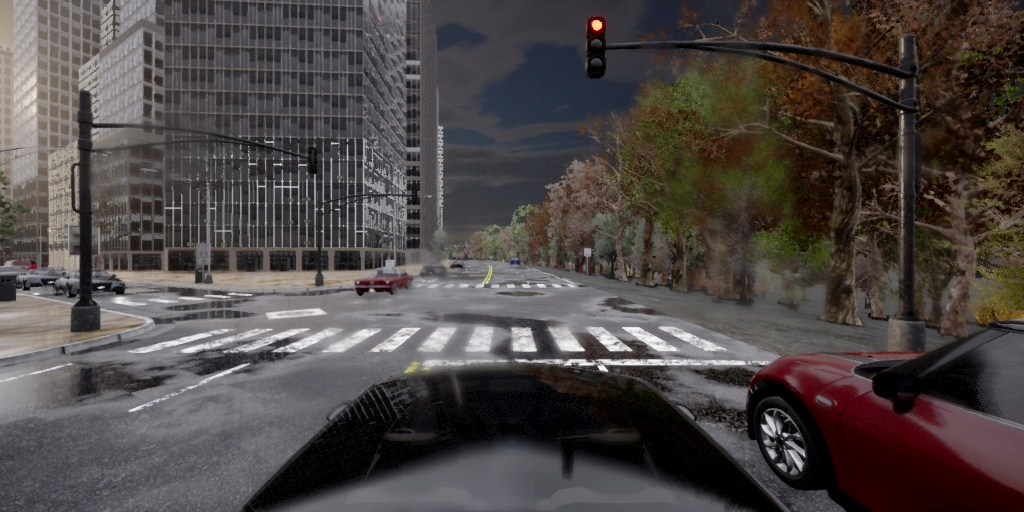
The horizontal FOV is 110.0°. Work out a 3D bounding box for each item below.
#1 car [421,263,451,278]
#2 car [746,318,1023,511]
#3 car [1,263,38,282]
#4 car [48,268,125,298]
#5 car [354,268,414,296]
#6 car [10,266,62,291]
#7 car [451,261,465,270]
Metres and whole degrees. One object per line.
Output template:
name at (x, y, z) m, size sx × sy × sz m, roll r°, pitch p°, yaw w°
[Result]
car at (-7.227, 1.324, 33.665) m, size 1.994 × 1.385 × 4.181 m, roll 0°, pitch 0°, yaw -2°
car at (3.320, 1.070, 1.725) m, size 2.097 × 1.767 × 4.553 m, roll -1°, pitch -1°, yaw 2°
car at (-41.285, 1.586, 29.549) m, size 4.892 × 1.490 × 1.837 m, roll 0°, pitch 0°, yaw 28°
car at (-23.394, 1.491, 19.835) m, size 4.181 × 1.385 × 1.994 m, roll 0°, pitch 0°, yaw 29°
car at (-6.827, 1.360, 19.568) m, size 1.895 × 1.301 × 4.718 m, roll -1°, pitch 0°, yaw -1°
car at (-32.131, 1.565, 24.576) m, size 4.181 × 1.385 × 1.994 m, roll 0°, pitch 0°, yaw 29°
car at (-8.158, 1.374, 53.904) m, size 1.895 × 1.301 × 4.718 m, roll 0°, pitch 0°, yaw -3°
